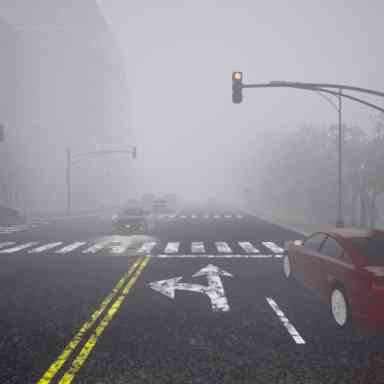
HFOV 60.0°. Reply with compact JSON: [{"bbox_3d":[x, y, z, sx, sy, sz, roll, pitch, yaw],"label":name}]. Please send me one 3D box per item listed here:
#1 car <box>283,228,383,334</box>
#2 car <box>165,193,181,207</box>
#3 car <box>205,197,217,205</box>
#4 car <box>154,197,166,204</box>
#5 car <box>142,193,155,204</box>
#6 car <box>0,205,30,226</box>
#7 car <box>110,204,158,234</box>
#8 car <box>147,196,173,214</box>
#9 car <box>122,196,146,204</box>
[{"bbox_3d":[3.349,1.477,6.908,1.882,1.535,5.008,0,0,0],"label":"car"},{"bbox_3d":[-3.352,1.235,51.762,2.150,2.045,5.566,0,0,0],"label":"car"},{"bbox_3d":[3.344,1.542,58.189,1.812,1.442,4.674,0,0,0],"label":"car"},{"bbox_3d":[-6.515,1.624,67.498,1.895,1.301,4.718,0,0,0],"label":"car"},{"bbox_3d":[-6.607,1.226,50.401,2.150,2.045,5.566,0,1,0],"label":"car"},{"bbox_3d":[-14.083,1.684,23.624,4.674,1.442,1.812,-1,1,-9],"label":"car"},{"bbox_3d":[-3.361,1.607,19.377,1.994,1.385,4.181,0,0,0],"label":"car"},{"bbox_3d":[-3.355,1.509,36.109,1.837,1.490,4.892,0,0,0],"label":"car"},{"bbox_3d":[-6.606,1.530,36.474,1.812,1.442,4.674,0,0,0],"label":"car"}]
